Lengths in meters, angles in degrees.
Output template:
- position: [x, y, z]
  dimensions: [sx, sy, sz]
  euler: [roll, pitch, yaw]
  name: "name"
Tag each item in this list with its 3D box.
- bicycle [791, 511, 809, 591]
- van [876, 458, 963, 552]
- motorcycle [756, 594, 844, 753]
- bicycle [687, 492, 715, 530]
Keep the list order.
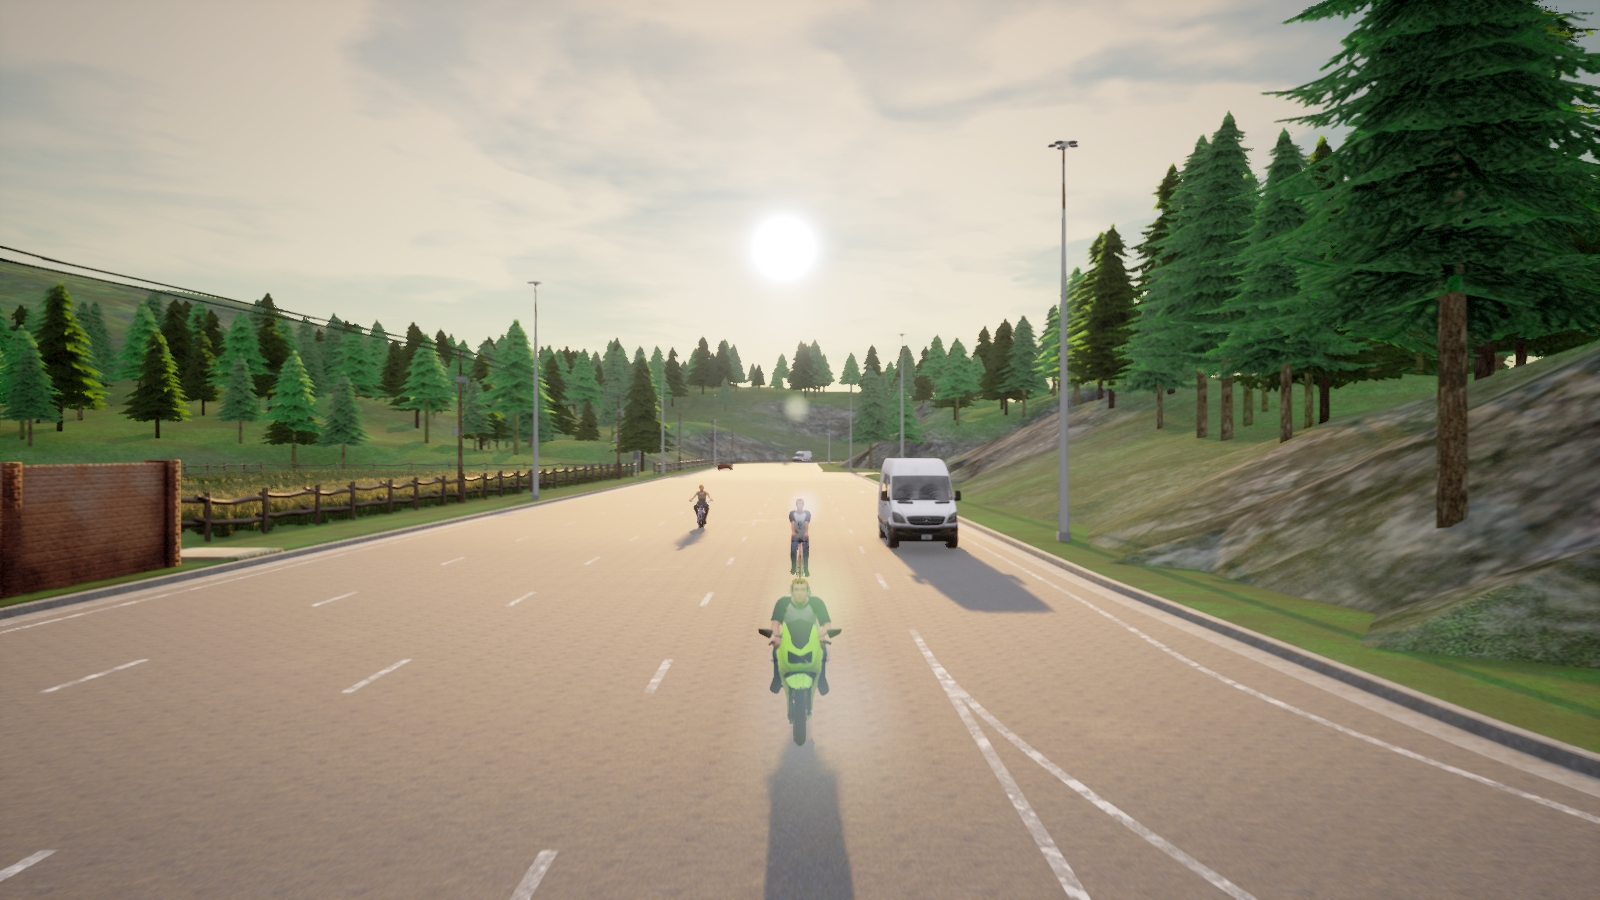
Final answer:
- position: [0.000, 2.056, 23.562]
  dimensions: [0.373, 1.496, 1.643]
  euler: [0, 0, 0]
  name: "bicycle"
- position: [3.496, 1.535, 34.481]
  dimensions: [1.988, 2.561, 5.915]
  euler: [0, 0, 0]
  name: "van"
- position: [0.000, 2.186, 11.536]
  dimensions: [0.803, 1.199, 2.033]
  euler: [0, 0, 0]
  name: "motorcycle"
- position: [-3.499, 2.158, 40.578]
  dimensions: [0.859, 1.277, 1.487]
  euler: [0, 0, 0]
  name: "bicycle"
